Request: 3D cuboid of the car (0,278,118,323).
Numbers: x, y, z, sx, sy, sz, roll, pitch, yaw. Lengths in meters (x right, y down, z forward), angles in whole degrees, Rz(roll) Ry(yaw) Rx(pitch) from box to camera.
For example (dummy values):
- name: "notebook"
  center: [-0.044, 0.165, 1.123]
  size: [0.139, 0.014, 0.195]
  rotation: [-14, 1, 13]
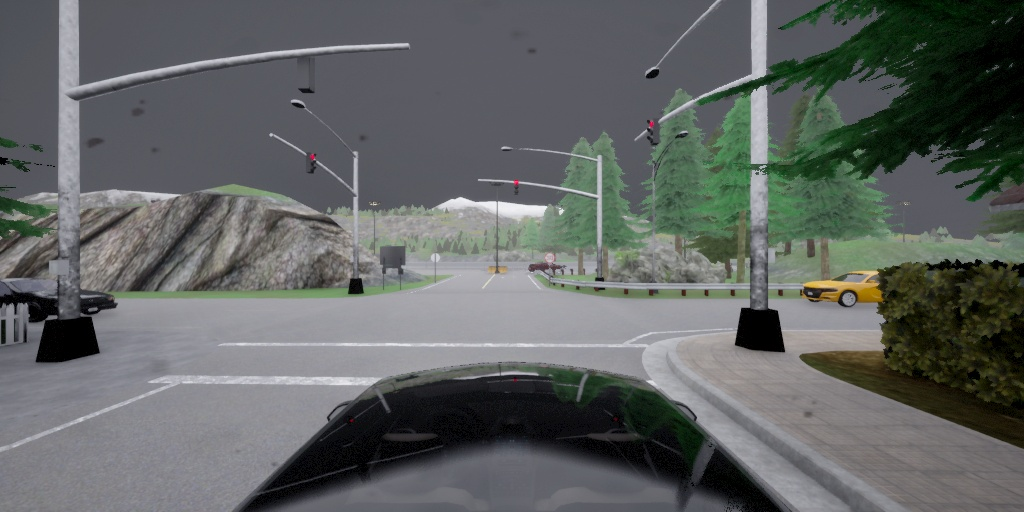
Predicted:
- name: "car"
  center: [-17.386, 1.489, 12.617]
  size: [5.357, 1.411, 2.033]
  rotation: [0, 0, 0]

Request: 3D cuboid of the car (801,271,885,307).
- name: "car"
  center: [15.952, 1.419, 16.162]
  size: [5.008, 1.535, 1.882]
  rotation: [0, 0, 0]

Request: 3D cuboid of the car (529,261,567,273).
- name: "car"
  center: [4.671, 1.425, 46.333]
  size: [5.008, 1.535, 1.882]
  rotation: [0, -3, -21]
